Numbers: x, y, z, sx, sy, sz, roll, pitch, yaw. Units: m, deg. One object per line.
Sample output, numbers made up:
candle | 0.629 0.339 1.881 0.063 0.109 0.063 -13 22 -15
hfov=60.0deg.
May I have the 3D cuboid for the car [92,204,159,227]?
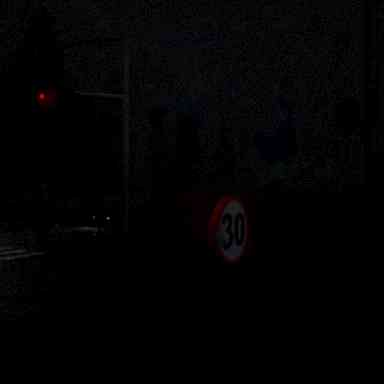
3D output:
car | -4.440 1.567 23.546 2.033 1.411 5.357 0 0 34
